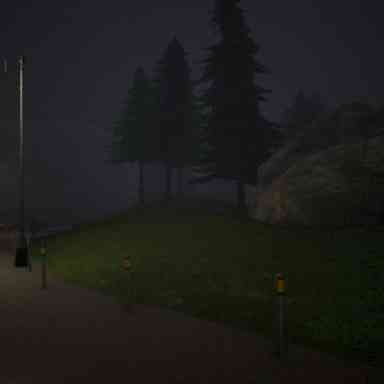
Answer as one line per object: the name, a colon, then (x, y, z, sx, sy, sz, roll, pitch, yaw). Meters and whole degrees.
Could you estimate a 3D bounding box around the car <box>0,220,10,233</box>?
car: (-19.630, 3.439, 32.836, 1.812, 1.442, 4.674, 0, -4, -8)

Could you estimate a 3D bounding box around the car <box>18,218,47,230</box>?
car: (-20.374, 4.144, 42.757, 2.128, 1.511, 4.902, 0, -4, 2)
